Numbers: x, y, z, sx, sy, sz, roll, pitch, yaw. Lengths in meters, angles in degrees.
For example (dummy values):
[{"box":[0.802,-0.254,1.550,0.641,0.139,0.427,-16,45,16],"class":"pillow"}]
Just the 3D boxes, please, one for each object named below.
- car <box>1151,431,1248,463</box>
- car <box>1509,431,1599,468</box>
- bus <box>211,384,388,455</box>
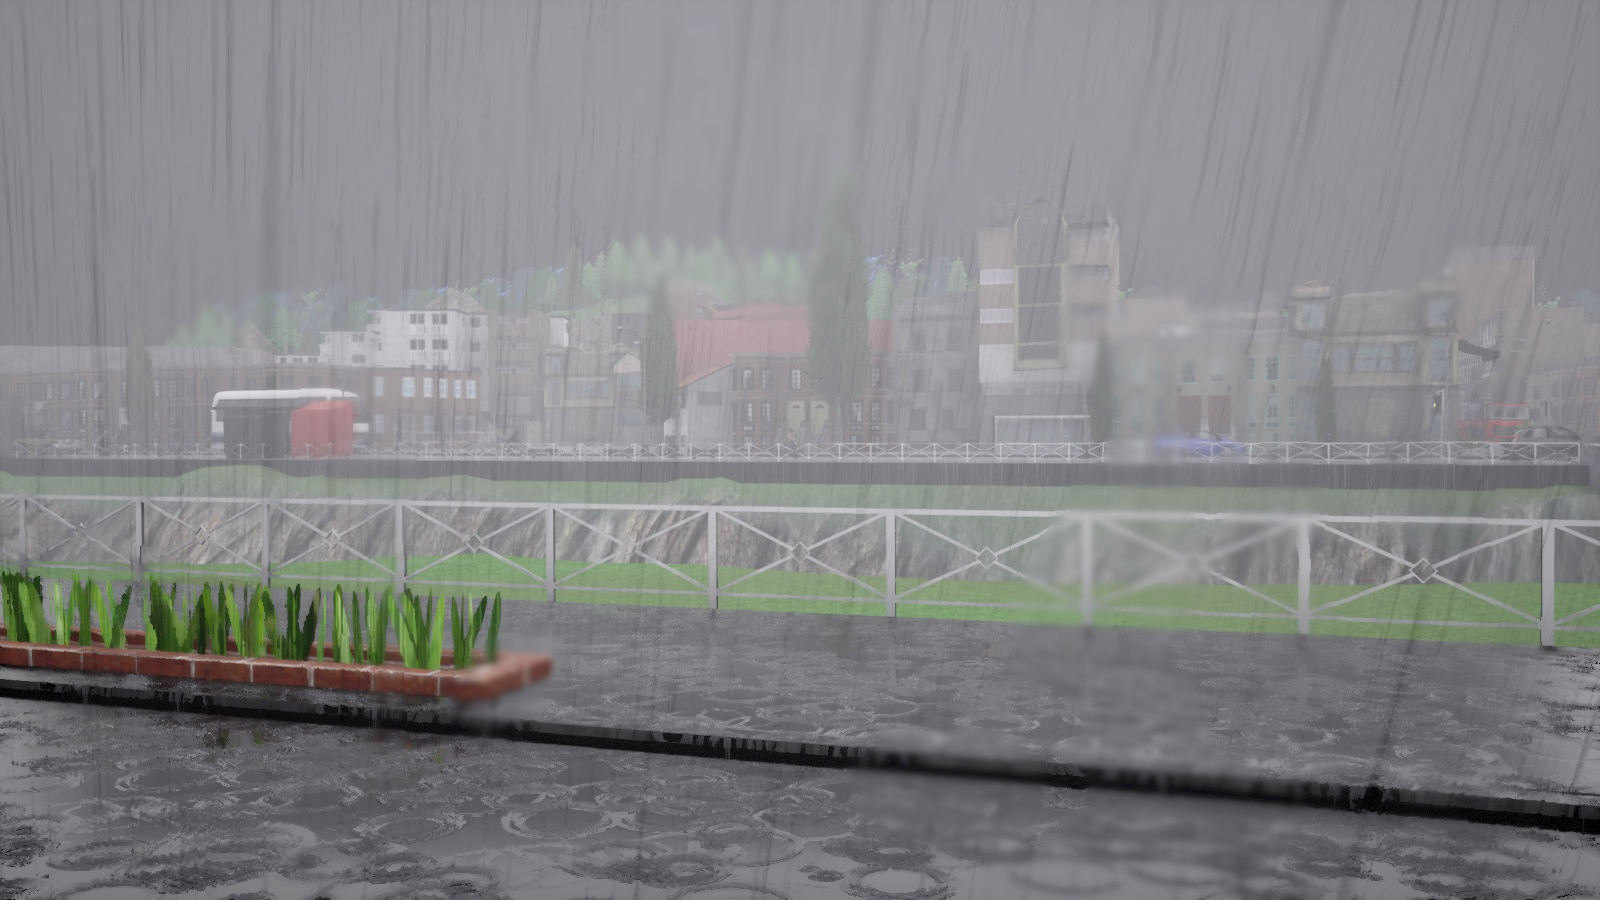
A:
[{"box":[19.760,-0.148,62.185,4.514,1.525,2.007,1,1,18],"class":"car"},{"box":[34.441,-0.061,56.841,3.988,1.617,1.851,1,1,27],"class":"car"},{"box":[-31.651,-1.921,79.438,10.273,4.253,3.944,1,1,19],"class":"bus"}]
